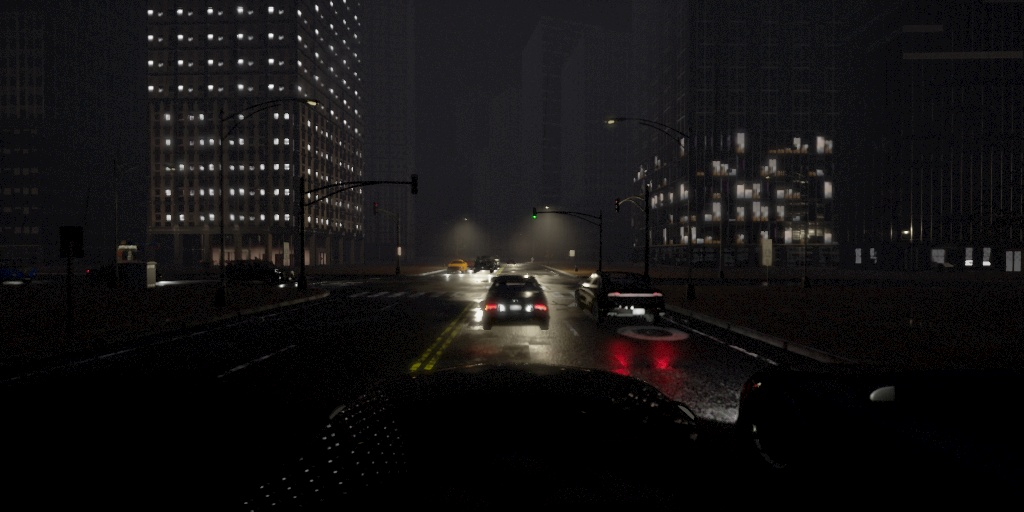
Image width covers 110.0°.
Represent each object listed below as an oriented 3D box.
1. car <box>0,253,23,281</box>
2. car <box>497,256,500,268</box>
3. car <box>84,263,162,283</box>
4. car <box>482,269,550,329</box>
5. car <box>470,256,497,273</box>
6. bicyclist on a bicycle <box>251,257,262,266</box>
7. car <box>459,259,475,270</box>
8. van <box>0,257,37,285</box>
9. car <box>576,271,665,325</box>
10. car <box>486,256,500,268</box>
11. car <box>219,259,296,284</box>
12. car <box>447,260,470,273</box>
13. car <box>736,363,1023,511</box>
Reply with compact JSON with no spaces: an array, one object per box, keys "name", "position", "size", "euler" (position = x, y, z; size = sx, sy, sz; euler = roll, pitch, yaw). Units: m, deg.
[{"name":"car","position":[-40.143,0.806,26.352],"size":[5.566,2.045,2.150],"euler":[0,0,2]},{"name":"car","position":[-3.268,1.086,52.795],"size":[2.097,1.767,4.553],"euler":[0,0,0]},{"name":"car","position":[-28.118,1.206,26.030],"size":[4.181,1.385,1.994],"euler":[0,0,2]},{"name":"car","position":[0.115,1.301,11.216],"size":[2.033,1.411,5.357],"euler":[0,0,1]},{"name":"car","position":[-3.285,0.967,42.841],"size":[2.150,2.045,5.566],"euler":[0,0,0]},{"name":"bicyclist on a bicycle","position":[-24.654,0.891,34.670],"size":[0.582,1.620,1.656],"euler":[0,1,2]},{"name":"car","position":[-6.517,1.260,52.578],"size":[1.812,1.442,4.674],"euler":[0,0,0]},{"name":"van","position":[-33.902,0.975,23.594],"size":[3.998,1.789,1.690],"euler":[0,0,2]},{"name":"car","position":[3.362,1.246,11.910],"size":[2.128,1.511,4.902],"euler":[0,0,0]},{"name":"car","position":[-3.243,0.940,63.023],"size":[2.150,2.045,5.566],"euler":[0,0,0]},{"name":"car","position":[-18.176,1.040,25.783],"size":[4.553,1.767,2.097],"euler":[0,0,1]},{"name":"car","position":[-6.534,1.223,43.166],"size":[1.882,1.535,5.008],"euler":[0,0,0]},{"name":"car","position":[3.354,1.314,2.045],"size":[1.994,1.385,4.181],"euler":[0,0,0]}]
